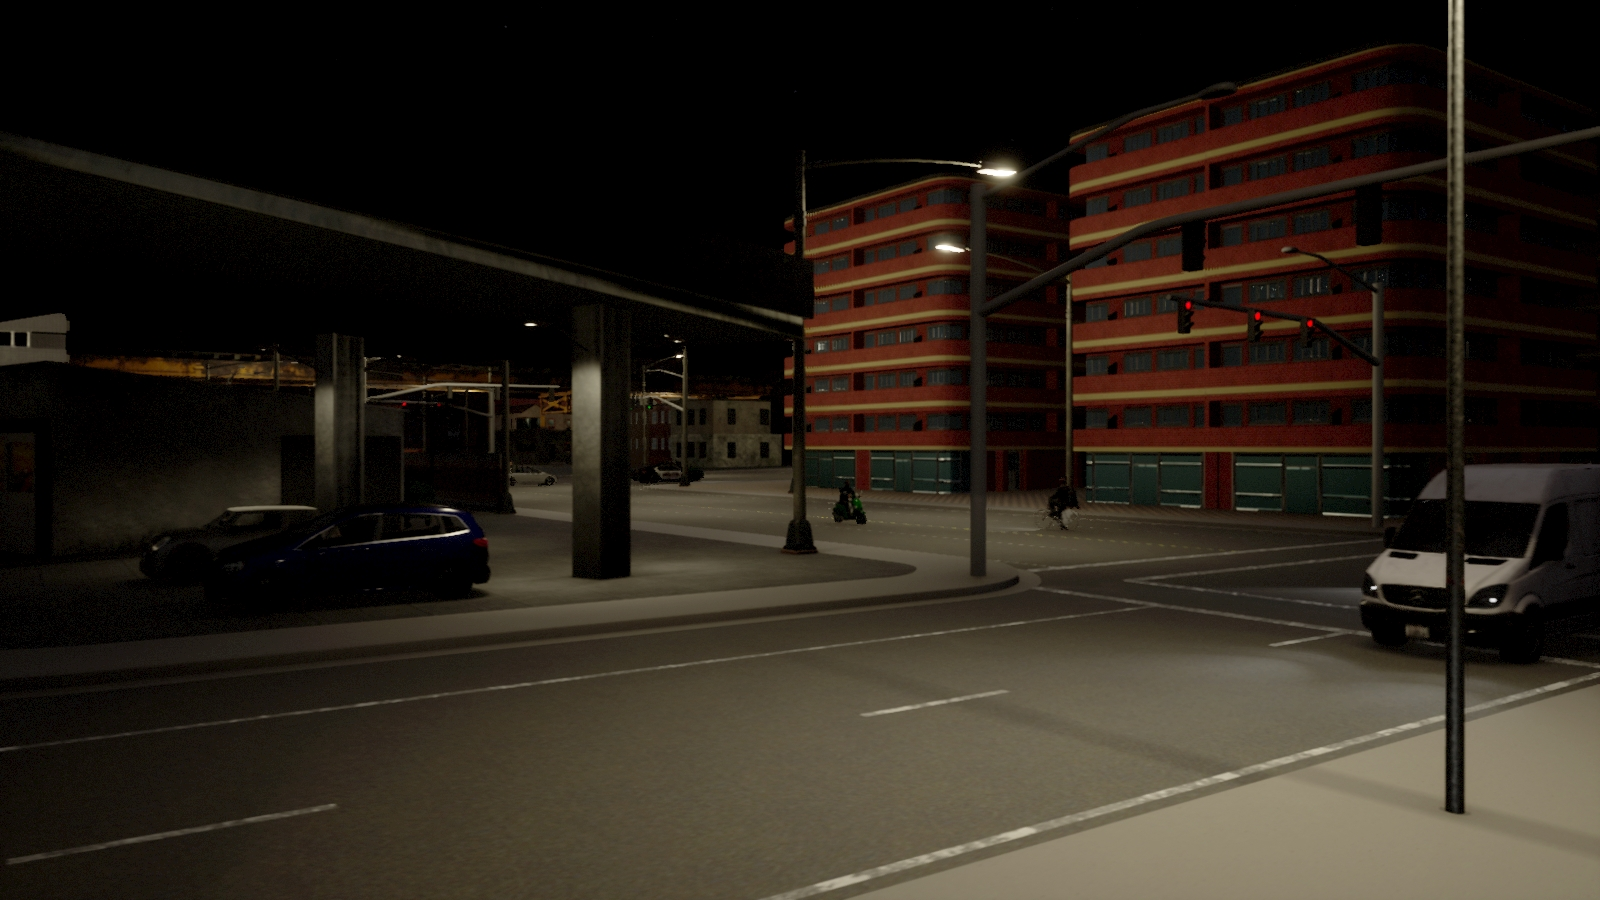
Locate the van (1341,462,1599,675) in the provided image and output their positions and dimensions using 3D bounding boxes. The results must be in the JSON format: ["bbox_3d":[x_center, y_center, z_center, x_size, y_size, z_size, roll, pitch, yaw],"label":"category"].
[{"bbox_3d":[10.443,1.490,16.620,5.915,2.561,1.988,0,0,-35],"label":"van"}]
